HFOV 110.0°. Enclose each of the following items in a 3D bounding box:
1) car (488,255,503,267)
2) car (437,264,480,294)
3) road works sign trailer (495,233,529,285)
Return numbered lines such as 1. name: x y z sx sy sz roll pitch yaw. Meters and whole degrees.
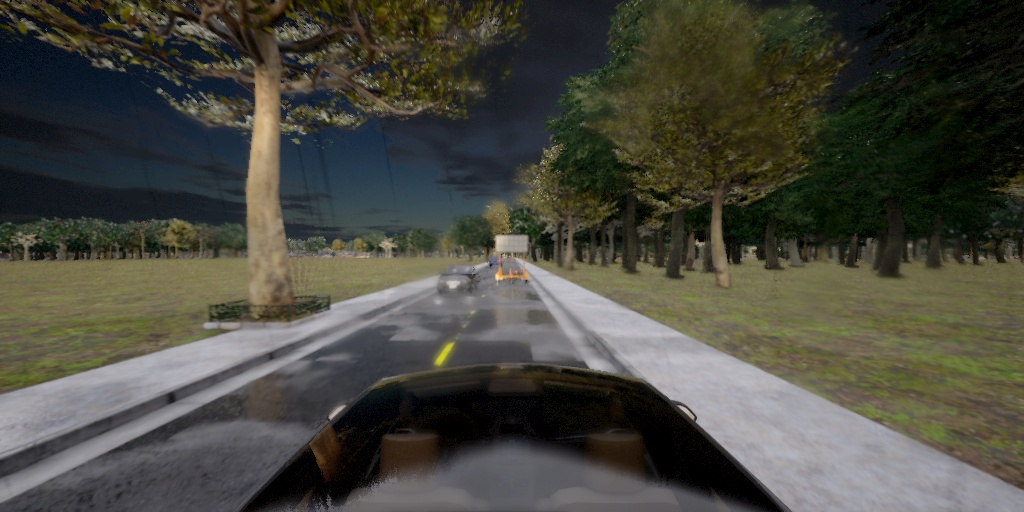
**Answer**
1. car: -2.778 0.870 61.572 2.150 2.045 5.566 0 0 1
2. car: -2.848 1.210 19.781 2.128 1.511 4.902 0 0 0
3. road works sign trailer: 0.001 0.173 25.710 2.380 3.560 2.880 0 0 0
